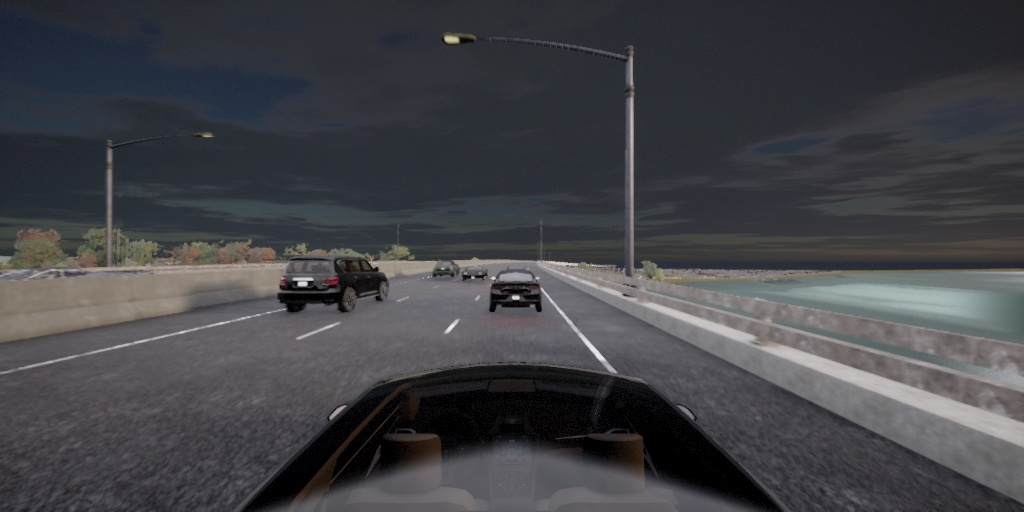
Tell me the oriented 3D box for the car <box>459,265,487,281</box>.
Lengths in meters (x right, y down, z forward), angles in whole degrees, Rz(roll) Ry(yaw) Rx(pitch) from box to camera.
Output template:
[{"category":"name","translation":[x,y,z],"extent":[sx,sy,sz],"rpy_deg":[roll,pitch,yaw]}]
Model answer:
[{"category":"car","translation":[-3.155,1.473,31.631],"extent":[1.895,1.301,4.718],"rpy_deg":[0,0,1]}]

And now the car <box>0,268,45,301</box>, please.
[{"category":"car","translation":[-24.454,1.299,15.598],"extent":[1.837,1.490,4.892],"rpy_deg":[0,-1,1]}]

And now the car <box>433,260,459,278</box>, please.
[{"category":"car","translation":[-6.560,1.245,36.410],"extent":[2.097,1.767,4.553],"rpy_deg":[0,0,1]}]

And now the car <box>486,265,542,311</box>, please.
[{"category":"car","translation":[0.148,1.279,14.752],"extent":[1.882,1.535,5.008],"rpy_deg":[0,0,0]}]

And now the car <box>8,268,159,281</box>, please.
[{"category":"car","translation":[-17.450,1.342,15.890],"extent":[2.033,1.411,5.357],"rpy_deg":[0,0,0]}]

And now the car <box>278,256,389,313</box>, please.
[{"category":"car","translation":[-6.860,1.016,14.460],"extent":[2.150,2.045,5.566],"rpy_deg":[0,0,0]}]

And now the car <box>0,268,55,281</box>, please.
[{"category":"car","translation":[-20.950,1.287,15.853],"extent":[2.128,1.511,4.902],"rpy_deg":[0,0,0]}]

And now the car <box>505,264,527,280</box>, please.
[{"category":"car","translation":[0.394,1.488,34.237],"extent":[1.895,1.301,4.718],"rpy_deg":[0,0,1]}]
